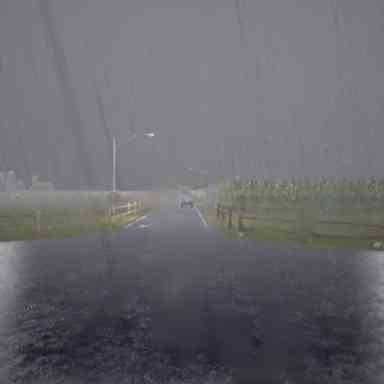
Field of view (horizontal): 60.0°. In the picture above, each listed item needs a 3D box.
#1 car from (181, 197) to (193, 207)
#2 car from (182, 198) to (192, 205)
[{"bbox_3d":[-0.831,1.627,57.588,2.097,1.767,4.553,0,0,-1],"label":"car"},{"bbox_3d":[-0.977,1.880,67.656,1.994,1.385,4.181,0,0,-1],"label":"car"}]
